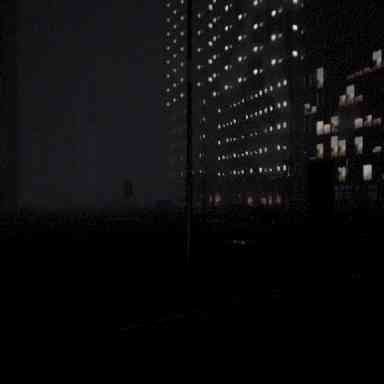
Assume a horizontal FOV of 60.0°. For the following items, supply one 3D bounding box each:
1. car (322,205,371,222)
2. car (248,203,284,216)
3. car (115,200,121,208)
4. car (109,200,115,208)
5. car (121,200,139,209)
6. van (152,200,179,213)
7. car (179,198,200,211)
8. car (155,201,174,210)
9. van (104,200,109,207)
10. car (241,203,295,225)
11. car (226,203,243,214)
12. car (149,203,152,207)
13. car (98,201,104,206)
[{"bbox_3d":[13.663,1.848,29.631,2.008,1.369,4.403,-1,-1,-26],"label":"car"},{"bbox_3d":[8.758,2.062,39.754,1.947,1.339,4.313,-1,-1,-26],"label":"car"},{"bbox_3d":[-13.426,2.596,66.316,1.752,1.417,4.829,-1,-1,-26],"label":"car"},{"bbox_3d":[-15.952,2.725,71.530,1.887,1.381,4.507,-1,-1,-26],"label":"car"},{"bbox_3d":[-11.047,2.520,61.407,2.008,1.369,4.403,-1,-1,-26],"label":"car"},{"bbox_3d":[-3.693,2.000,46.226,1.690,1.788,3.998,-1,-1,-26],"label":"van"},{"bbox_3d":[-0.677,1.997,53.161,2.150,2.045,5.566,0,-1,-24],"label":"car"},{"bbox_3d":[-5.321,2.448,62.667,1.882,1.535,5.008,0,-1,-26],"label":"car"},{"bbox_3d":[-18.407,2.628,76.593,1.690,1.788,3.998,-1,-1,-26],"label":"van"},{"bbox_3d":[6.122,1.810,25.977,2.008,1.369,4.403,-1,-1,-26],"label":"car"},{"bbox_3d":[6.305,2.162,44.815,1.947,1.339,4.313,-1,-1,-26],"label":"car"},{"bbox_3d":[-8.409,2.801,75.183,1.802,1.307,4.206,-1,-1,-26],"label":"car"},{"bbox_3d":[-23.308,3.046,86.713,1.887,1.381,4.507,-1,-1,-26],"label":"car"}]
